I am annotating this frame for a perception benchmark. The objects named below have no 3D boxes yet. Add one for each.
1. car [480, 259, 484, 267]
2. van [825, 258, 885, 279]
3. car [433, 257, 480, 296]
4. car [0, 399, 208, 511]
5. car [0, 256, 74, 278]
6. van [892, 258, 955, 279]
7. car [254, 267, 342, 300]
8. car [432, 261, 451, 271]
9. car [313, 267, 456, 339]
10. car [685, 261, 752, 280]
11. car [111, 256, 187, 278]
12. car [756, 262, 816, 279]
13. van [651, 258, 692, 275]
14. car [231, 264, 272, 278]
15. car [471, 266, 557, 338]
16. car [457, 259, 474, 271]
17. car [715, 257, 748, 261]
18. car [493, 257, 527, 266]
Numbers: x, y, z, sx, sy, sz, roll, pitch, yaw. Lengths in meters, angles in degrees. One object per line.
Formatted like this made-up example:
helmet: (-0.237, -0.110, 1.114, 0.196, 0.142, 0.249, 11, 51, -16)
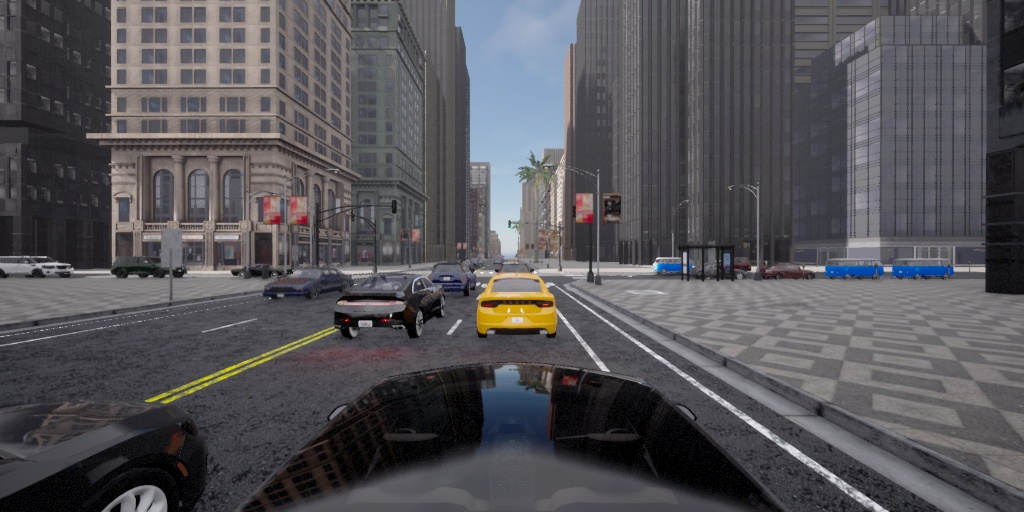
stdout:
car: (-6.481, 1.111, 60.421, 2.097, 1.767, 4.553, 0, 0, 1)
van: (28.473, 1.085, 29.814, 3.998, 1.789, 1.690, 0, 0, 0)
car: (-3.121, 1.104, 19.269, 2.097, 1.767, 4.553, 0, 0, 0)
car: (-3.152, 1.255, 0.611, 1.837, 1.490, 4.892, 0, 0, 0)
car: (-43.717, 1.023, 32.740, 5.566, 2.045, 2.150, 0, 0, 0)
van: (34.150, 1.082, 29.807, 3.998, 1.789, 1.690, 0, 0, 0)
car: (-9.824, 1.299, 17.891, 2.033, 1.411, 5.357, 0, 0, 0)
car: (-9.767, 1.358, 49.995, 1.895, 1.301, 4.718, 0, 0, -2)
car: (-3.137, 1.242, 10.127, 2.128, 1.511, 4.902, 0, 0, 0)
car: (17.117, 1.302, 29.830, 4.403, 1.370, 2.007, 0, 0, 0)
car: (-33.010, 1.010, 32.665, 5.566, 2.045, 2.150, 0, 0, 0)
car: (22.795, 1.329, 29.822, 4.207, 1.307, 1.802, 0, 0, 0)
van: (17.127, 1.068, 38.355, 3.998, 1.789, 1.690, 0, 0, 0)
car: (-22.537, 1.378, 32.593, 4.718, 1.301, 1.895, 0, 0, 0)
car: (0.112, 1.228, 10.216, 1.882, 1.535, 5.008, 0, 0, 0)
car: (-6.521, 1.262, 50.676, 1.837, 1.490, 4.892, 0, 0, -1)
car: (22.805, 1.038, 38.347, 5.009, 1.841, 2.192, 0, 0, 0)
car: (0.129, 1.104, 19.292, 2.097, 1.767, 4.553, 0, 0, 0)
